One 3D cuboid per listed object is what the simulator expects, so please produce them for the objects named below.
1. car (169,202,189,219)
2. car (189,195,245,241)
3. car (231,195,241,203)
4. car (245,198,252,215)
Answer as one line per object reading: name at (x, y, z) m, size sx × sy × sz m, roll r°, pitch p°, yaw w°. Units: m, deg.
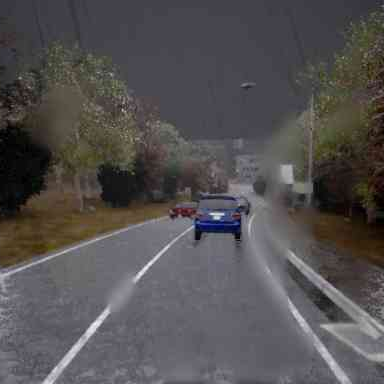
car at (-0.471, 1.509, 27.519) m, size 1.895 × 1.301 × 4.718 m, roll 1°, pitch 0°, yaw 12°
car at (1.431, 1.203, 17.016) m, size 2.150 × 2.045 × 5.566 m, roll 1°, pitch 0°, yaw 8°
car at (8.973, 1.371, 67.904) m, size 1.882 × 1.535 × 5.008 m, roll 1°, pitch 0°, yaw 9°
car at (5.053, 1.343, 34.661) m, size 2.097 × 1.767 × 4.553 m, roll 1°, pitch 0°, yaw 14°
